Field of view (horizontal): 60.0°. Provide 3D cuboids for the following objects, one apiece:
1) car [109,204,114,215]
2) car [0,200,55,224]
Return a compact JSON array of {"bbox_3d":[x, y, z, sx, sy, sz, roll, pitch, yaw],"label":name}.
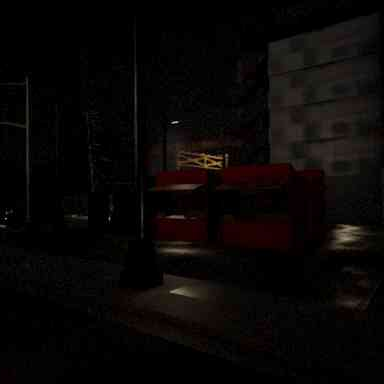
[{"bbox_3d":[-7.147,1.663,34.109,1.812,1.442,4.674,-1,-1,36],"label":"car"},{"bbox_3d":[-12.861,1.490,26.262,2.097,1.767,4.553,-1,-1,36],"label":"car"}]
